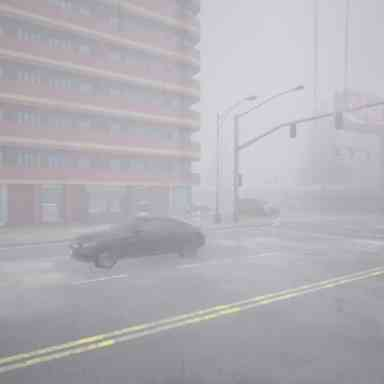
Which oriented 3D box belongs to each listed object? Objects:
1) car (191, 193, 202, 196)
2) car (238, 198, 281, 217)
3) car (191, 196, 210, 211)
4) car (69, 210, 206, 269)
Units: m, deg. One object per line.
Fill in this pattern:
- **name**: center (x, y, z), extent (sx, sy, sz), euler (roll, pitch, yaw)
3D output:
- **car**: center (-0.198, 1.219, 59.477), extent (2.150, 2.045, 5.566), euler (0, 0, -34)
- **car**: center (6.056, 1.350, 31.027), extent (2.097, 1.767, 4.553), euler (0, 0, -34)
- **car**: center (0.191, 1.524, 39.761), extent (1.812, 1.442, 4.674), euler (0, 0, -34)
- **car**: center (-1.681, 1.525, 11.256), extent (4.674, 1.442, 1.812), euler (0, 0, -33)
